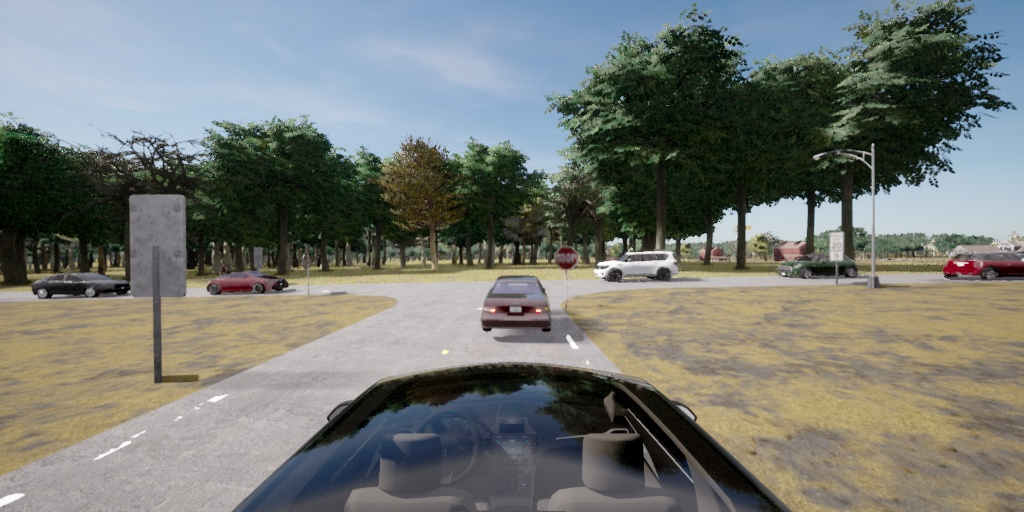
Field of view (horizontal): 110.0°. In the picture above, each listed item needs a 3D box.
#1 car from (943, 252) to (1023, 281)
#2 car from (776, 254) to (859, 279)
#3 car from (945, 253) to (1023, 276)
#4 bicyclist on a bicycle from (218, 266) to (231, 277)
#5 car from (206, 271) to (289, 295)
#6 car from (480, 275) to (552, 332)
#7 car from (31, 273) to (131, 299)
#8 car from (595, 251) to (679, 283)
[{"bbox_3d":[29.851,0.532,22.157,4.553,1.767,2.097,-1,1,0],"label":"car"},{"bbox_3d":[21.250,0.635,25.113,4.553,1.767,2.097,-1,1,0],"label":"car"},{"bbox_3d":[34.066,0.564,25.094,4.902,1.511,2.128,-1,1,0],"label":"car"},{"bbox_3d":[-22.625,1.579,28.221,0.582,1.620,1.656,-1,0,0],"label":"bicyclist on a bicycle"},{"bbox_3d":[-16.313,1.612,22.230,4.181,1.385,1.994,-1,1,0],"label":"car"},{"bbox_3d":[0.172,1.287,10.829,2.033,1.411,5.357,0,0,2],"label":"car"},{"bbox_3d":[-26.599,1.789,22.257,4.892,1.490,1.837,-1,1,0],"label":"car"},{"bbox_3d":[8.678,0.730,25.144,5.566,2.045,2.150,-1,1,0],"label":"car"}]
